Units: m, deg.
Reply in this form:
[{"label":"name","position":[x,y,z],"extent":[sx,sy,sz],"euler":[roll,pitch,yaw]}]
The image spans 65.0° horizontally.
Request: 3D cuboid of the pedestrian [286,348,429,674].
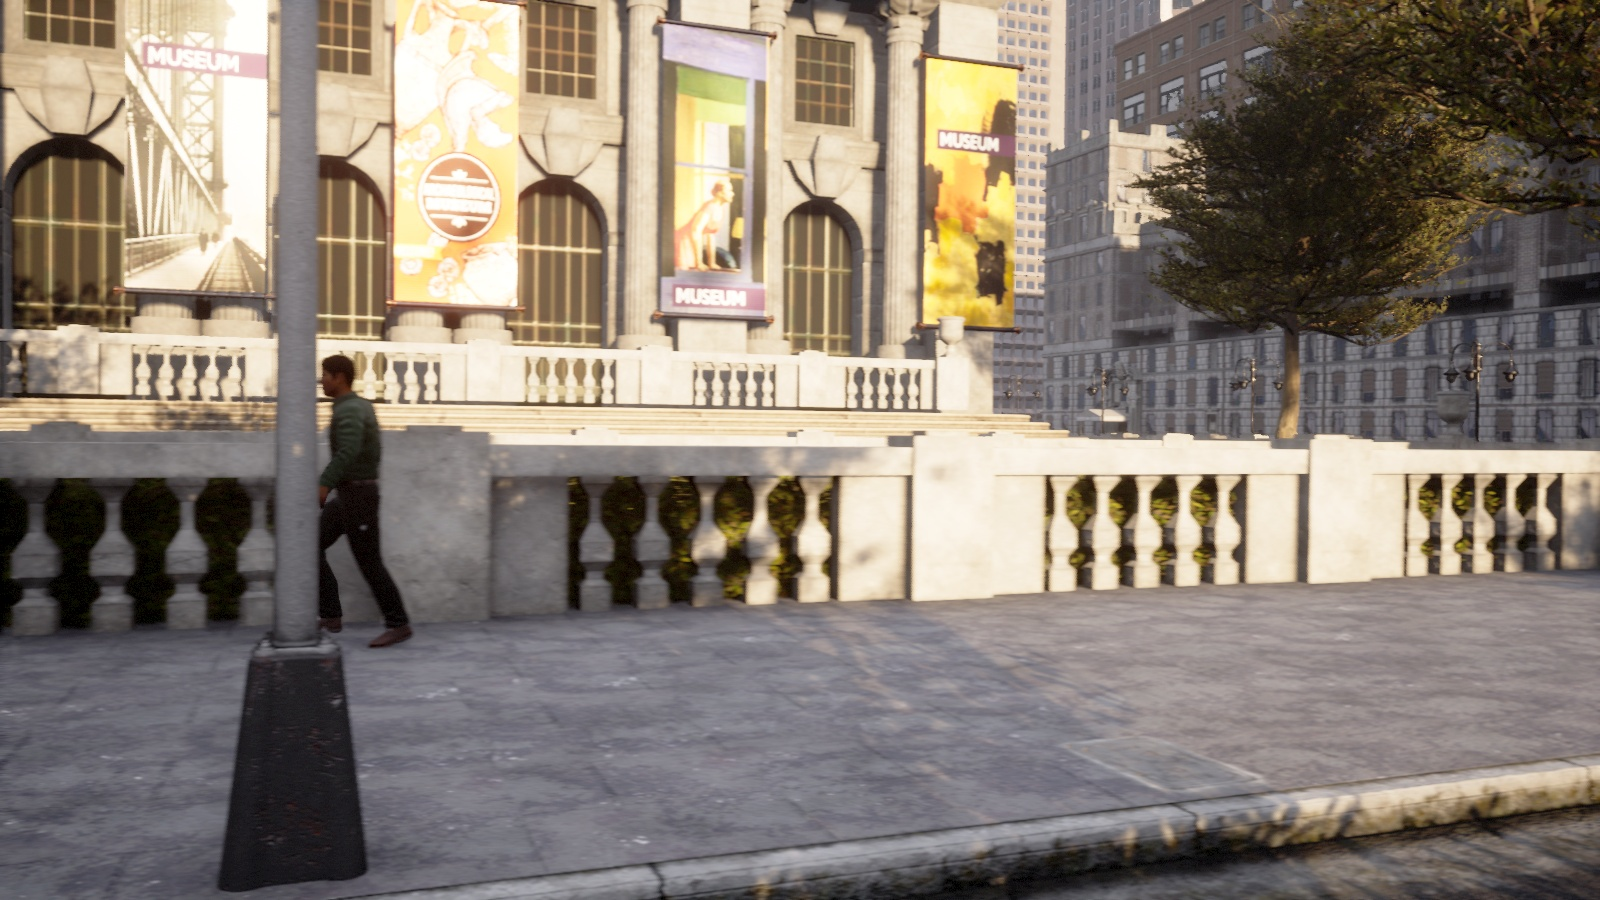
[{"label":"pedestrian","position":[-2.741,0.357,7.813],"extent":[0.788,1.949,0.423],"euler":[-1,1,-18]}]
